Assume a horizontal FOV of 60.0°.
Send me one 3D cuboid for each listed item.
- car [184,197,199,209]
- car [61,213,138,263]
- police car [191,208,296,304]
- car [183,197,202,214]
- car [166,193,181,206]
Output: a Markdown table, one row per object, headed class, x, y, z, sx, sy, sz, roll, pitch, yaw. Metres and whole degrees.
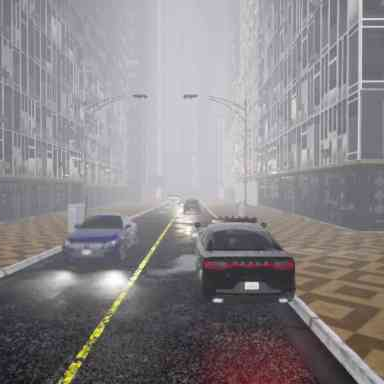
| class | x | y | z | sx | sy | sz | roll | pitch | yaw |
| --- | --- | --- | --- | --- | --- | --- | --- | --- | --- |
| car | -0.057 | 1.493 | 46.555 | 1.882 | 1.535 | 5.008 | 0 | 0 | 0 |
| car | -3.122 | 1.525 | 12.150 | 1.812 | 1.442 | 4.674 | 0 | 0 | 0 |
| police car | 1.035 | 1.425 | 8.358 | 1.930 | 1.638 | 5.238 | 0 | 0 | 0 |
| car | 0.008 | 1.513 | 36.215 | 1.837 | 1.490 | 4.892 | 0 | 0 | 0 |
| car | -3.102 | 1.246 | 55.732 | 2.150 | 2.045 | 5.566 | 0 | 0 | 0 |
